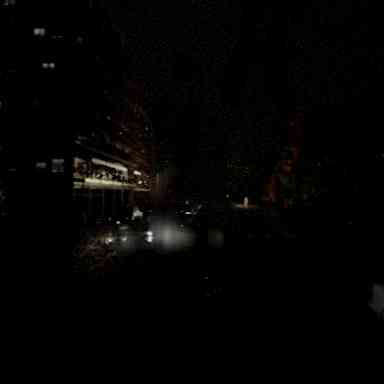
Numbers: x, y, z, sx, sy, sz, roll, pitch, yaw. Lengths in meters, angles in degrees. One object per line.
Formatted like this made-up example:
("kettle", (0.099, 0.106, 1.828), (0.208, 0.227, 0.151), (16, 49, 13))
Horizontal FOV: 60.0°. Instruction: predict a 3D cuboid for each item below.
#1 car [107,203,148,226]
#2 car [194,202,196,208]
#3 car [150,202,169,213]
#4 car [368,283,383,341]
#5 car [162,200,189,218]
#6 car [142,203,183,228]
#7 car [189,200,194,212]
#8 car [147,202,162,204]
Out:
("car", (-5.285, 1.873, 27.004), (2.033, 1.411, 5.357), (-1, -1, 3))
("car", (-0.377, 2.224, 60.775), (1.994, 1.385, 4.181), (-1, -1, 3))
("car", (-4.391, 2.072, 45.987), (1.994, 1.385, 4.181), (-1, -1, 3))
("car", (3.580, 1.591, 3.048), (1.895, 1.301, 4.718), (-1, -1, 3))
("car", (-1.675, 1.839, 34.686), (1.882, 1.535, 5.008), (-1, -1, 3))
("car", (-2.113, 1.819, 25.184), (2.033, 1.411, 5.357), (-1, -1, 3))
("car", (-1.174, 2.027, 45.206), (1.994, 1.385, 4.181), (-1, -1, 3))
("car", (-4.830, 1.897, 36.794), (1.882, 1.535, 5.008), (-1, -1, 3))
